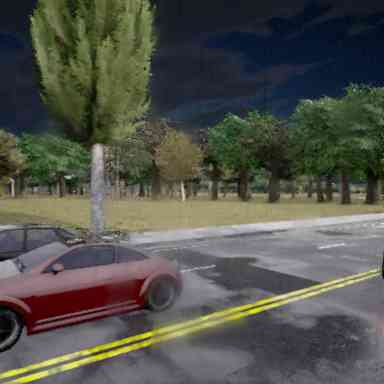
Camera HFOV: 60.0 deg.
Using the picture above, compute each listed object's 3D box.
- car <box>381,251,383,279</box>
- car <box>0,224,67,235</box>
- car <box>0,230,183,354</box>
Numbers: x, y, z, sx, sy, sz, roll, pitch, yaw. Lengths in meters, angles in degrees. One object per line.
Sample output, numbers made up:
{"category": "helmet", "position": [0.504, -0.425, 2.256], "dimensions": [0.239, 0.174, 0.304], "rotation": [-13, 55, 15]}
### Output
{"category": "car", "position": [6.696, 1.327, 8.214], "dimensions": [4.553, 1.767, 2.097], "rotation": [0, 0, -36]}
{"category": "car", "position": [-4.503, 1.544, 8.459], "dimensions": [5.357, 1.411, 2.033], "rotation": [0, 0, -35]}
{"category": "car", "position": [-2.238, 1.560, 6.081], "dimensions": [4.181, 1.385, 1.994], "rotation": [0, 0, -36]}
